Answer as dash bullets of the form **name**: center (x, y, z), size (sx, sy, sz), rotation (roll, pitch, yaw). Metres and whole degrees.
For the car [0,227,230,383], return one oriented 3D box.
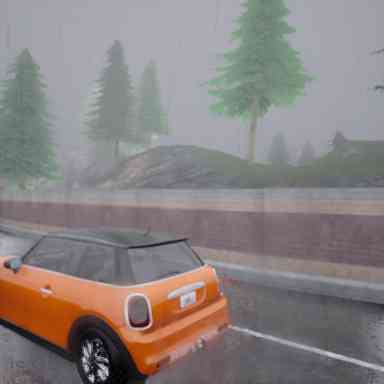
- **car**: center (-1.730, 1.367, 5.474), size (4.553, 1.767, 2.097), rotation (0, 0, 38)
